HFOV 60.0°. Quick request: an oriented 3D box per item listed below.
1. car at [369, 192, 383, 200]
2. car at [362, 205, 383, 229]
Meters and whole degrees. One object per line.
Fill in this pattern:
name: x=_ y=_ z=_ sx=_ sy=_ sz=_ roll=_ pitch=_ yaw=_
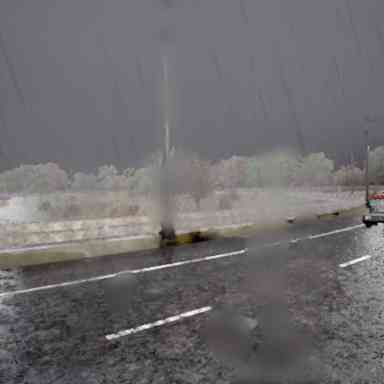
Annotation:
car: x=36.845 y=0.700 z=66.183 sx=2.097 sy=1.767 sz=4.553 roll=-1 pitch=0 yaw=13
car: x=11.519 y=1.404 z=19.197 sx=1.895 sy=1.301 sz=4.718 roll=0 pitch=0 yaw=44
